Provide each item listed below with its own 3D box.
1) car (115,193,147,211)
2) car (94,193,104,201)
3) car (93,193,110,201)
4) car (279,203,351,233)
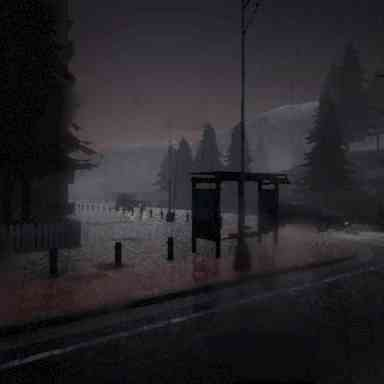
[{"bbox_3d":[-7.548,1.138,40.727,2.150,2.045,5.566,0,0,-35],"label":"car"},{"bbox_3d":[-20.763,1.156,81.018,4.605,1.855,1.932,0,0,-36],"label":"car"},{"bbox_3d":[-22.545,1.158,82.834,3.866,1.878,1.905,0,0,-36],"label":"car"},{"bbox_3d":[6.996,1.433,20.022,1.837,1.490,4.892,0,1,-35],"label":"car"}]
